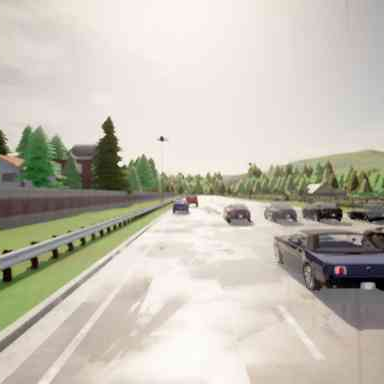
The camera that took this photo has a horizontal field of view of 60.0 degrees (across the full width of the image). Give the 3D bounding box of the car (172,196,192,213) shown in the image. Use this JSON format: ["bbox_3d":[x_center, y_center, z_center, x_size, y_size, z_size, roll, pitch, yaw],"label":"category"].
[{"bbox_3d":[-1.247,1.613,38.507,1.882,1.535,5.008,0,0,0],"label":"car"}]

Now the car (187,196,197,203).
[{"bbox_3d":[-0.038,1.625,72.455,2.128,1.511,4.902,0,0,0],"label":"car"}]

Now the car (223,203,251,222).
[{"bbox_3d":[3.585,1.620,26.811,1.812,1.442,4.674,0,0,0],"label":"car"}]

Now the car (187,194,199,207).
[{"bbox_3d":[-0.030,1.419,56.316,2.150,2.045,5.566,0,0,0],"label":"car"}]

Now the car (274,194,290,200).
[{"bbox_3d":[22.874,1.510,84.630,3.866,1.878,1.905,0,0,0],"label":"car"}]

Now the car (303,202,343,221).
[{"bbox_3d":[10.584,1.574,27.378,1.882,1.535,5.008,0,0,0],"label":"car"}]

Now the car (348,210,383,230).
[{"bbox_3d":[7.093,1.528,10.221,2.128,1.511,4.902,0,0,0],"label":"car"}]

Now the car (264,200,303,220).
[{"bbox_3d":[7.085,1.620,26.827,1.812,1.442,4.674,0,0,0],"label":"car"}]

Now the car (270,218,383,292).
[{"bbox_3d":[3.594,1.633,9.003,1.895,1.301,4.718,0,0,0],"label":"car"}]

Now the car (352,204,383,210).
[{"bbox_3d":[14.085,1.657,26.352,1.994,1.385,4.181,0,0,0],"label":"car"}]
